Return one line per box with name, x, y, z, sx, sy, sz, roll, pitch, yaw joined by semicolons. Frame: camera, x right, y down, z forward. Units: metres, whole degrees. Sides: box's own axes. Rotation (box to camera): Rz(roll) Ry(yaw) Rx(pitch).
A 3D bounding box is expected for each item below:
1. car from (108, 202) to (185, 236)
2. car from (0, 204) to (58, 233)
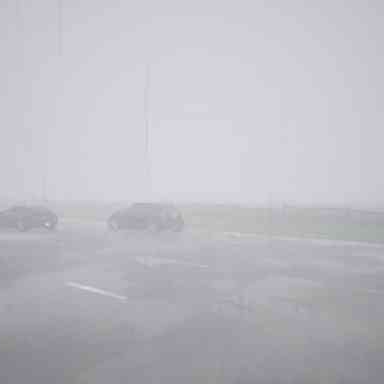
car;-2.668;1.350;18.791;4.553;1.767;2.097;0;0;35
car;-9.885;1.502;19.639;4.892;1.490;1.837;0;0;36
